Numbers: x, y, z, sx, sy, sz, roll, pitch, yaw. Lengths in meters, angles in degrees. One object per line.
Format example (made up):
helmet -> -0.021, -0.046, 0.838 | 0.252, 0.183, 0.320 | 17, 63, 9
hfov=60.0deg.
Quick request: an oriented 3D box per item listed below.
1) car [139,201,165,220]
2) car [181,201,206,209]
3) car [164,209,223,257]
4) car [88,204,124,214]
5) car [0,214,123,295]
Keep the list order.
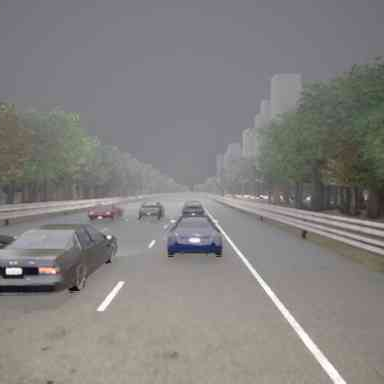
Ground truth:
car -> -3.400, 1.530, 28.744 | 2.128, 1.511, 4.902 | 0, 0, 0
car -> 0.100, 1.543, 28.834 | 1.837, 1.490, 4.892 | 0, 0, 0
car -> 0.098, 1.585, 13.095 | 1.994, 1.385, 4.181 | 0, 0, 0
car -> -6.900, 1.638, 27.205 | 1.895, 1.301, 4.718 | 0, 0, 0
car -> -3.403, 1.562, 8.871 | 2.033, 1.411, 5.357 | 0, 0, 0
